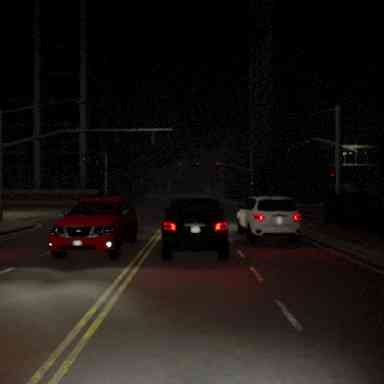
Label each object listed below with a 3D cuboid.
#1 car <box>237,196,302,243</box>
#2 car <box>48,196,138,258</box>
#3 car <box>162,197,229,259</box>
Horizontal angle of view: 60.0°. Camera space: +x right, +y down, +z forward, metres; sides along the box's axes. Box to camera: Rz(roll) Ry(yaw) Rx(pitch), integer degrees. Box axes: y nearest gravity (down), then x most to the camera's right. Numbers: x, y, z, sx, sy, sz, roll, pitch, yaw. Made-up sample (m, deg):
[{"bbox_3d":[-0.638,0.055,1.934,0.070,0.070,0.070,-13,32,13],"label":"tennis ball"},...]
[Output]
[{"bbox_3d":[3.514,1.186,16.003,2.150,2.045,5.566,0,0,0],"label":"car"},{"bbox_3d":[-3.494,1.193,12.910,2.150,2.045,5.566,0,0,0],"label":"car"},{"bbox_3d":[0.106,1.195,12.539,2.150,2.045,5.566,0,0,0],"label":"car"}]
